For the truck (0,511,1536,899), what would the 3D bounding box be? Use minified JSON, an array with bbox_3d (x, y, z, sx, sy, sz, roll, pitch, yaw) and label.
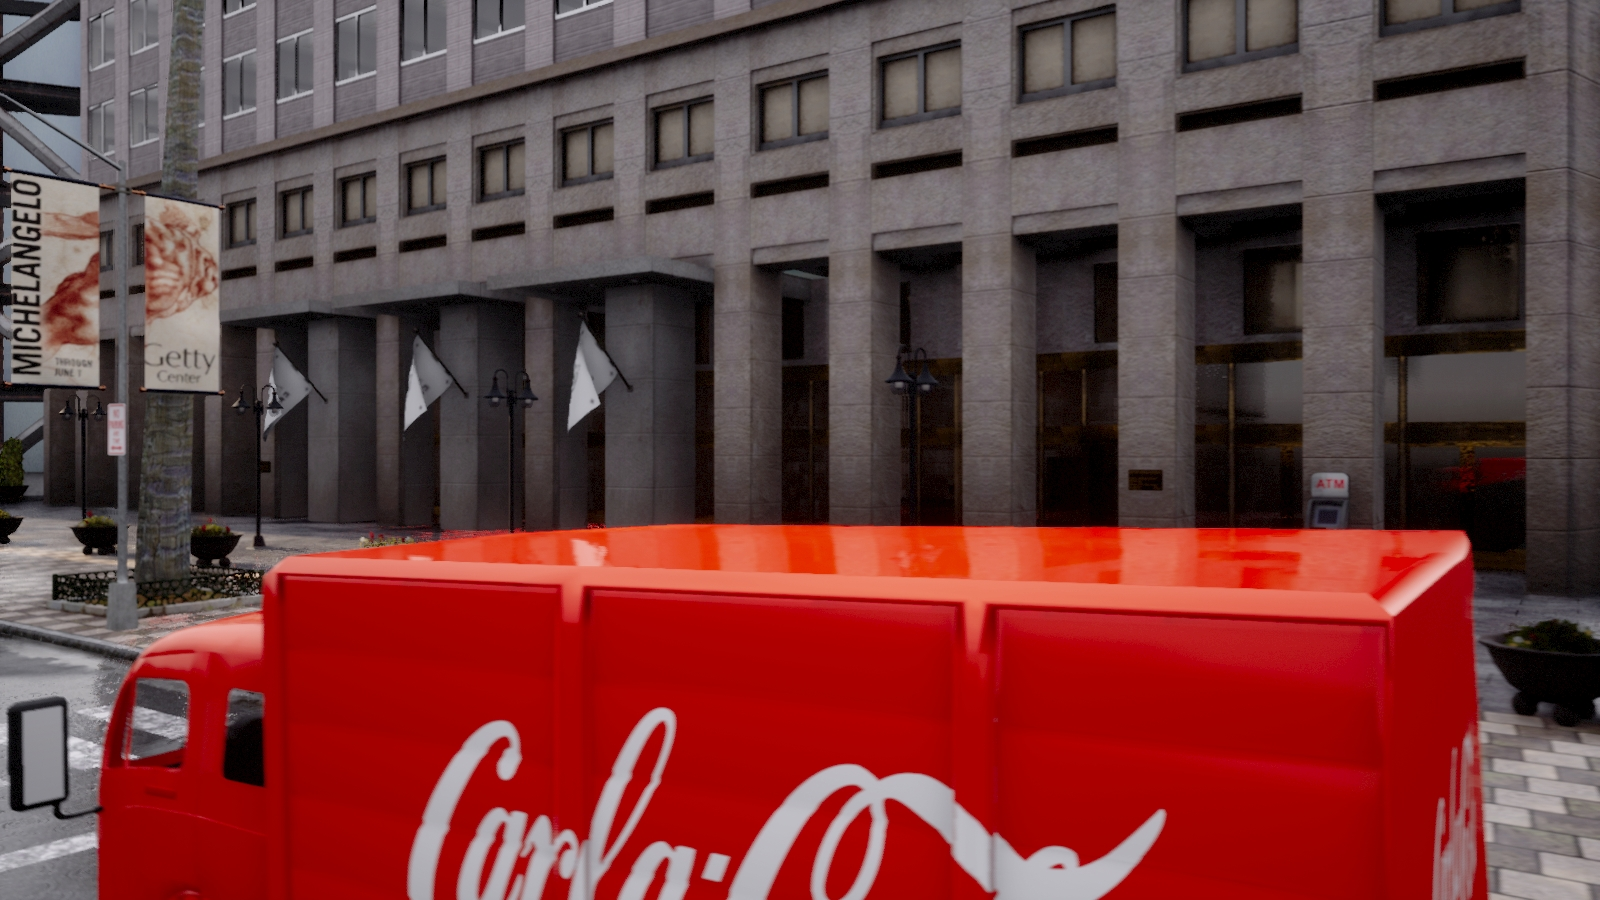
[{"bbox_3d":[-0.476,1.536,4.136,5.204,2.467,2.627,-3,-2,35],"label":"truck"}]
